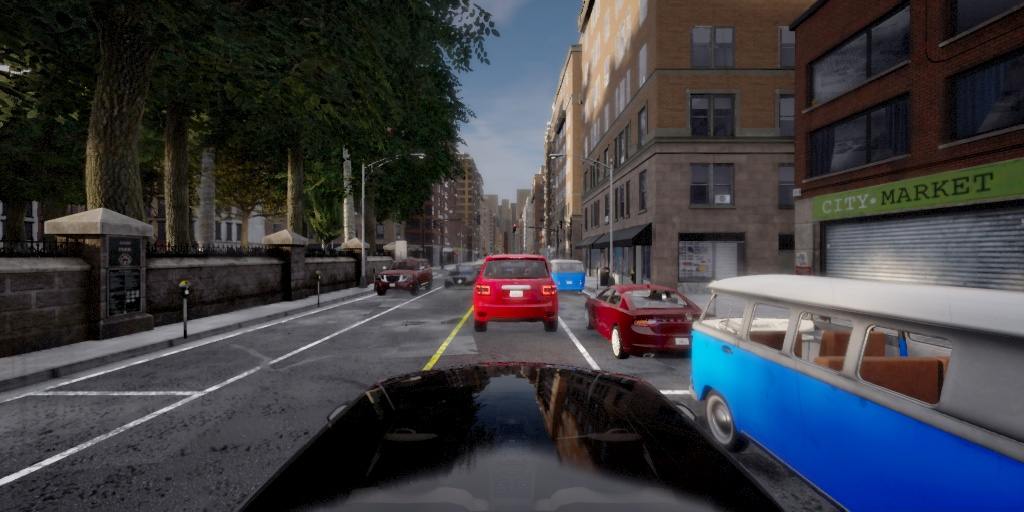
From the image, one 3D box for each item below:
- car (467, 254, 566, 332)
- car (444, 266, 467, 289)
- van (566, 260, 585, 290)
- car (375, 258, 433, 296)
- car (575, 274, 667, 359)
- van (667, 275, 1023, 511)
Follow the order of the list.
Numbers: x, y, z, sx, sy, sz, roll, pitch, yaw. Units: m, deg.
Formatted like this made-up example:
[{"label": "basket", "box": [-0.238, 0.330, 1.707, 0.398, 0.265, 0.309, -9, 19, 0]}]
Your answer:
[{"label": "car", "box": [0.093, 0.970, 10.997, 2.150, 2.045, 5.566, 0, 0, 0]}, {"label": "car", "box": [-3.071, 1.307, 23.109, 1.994, 1.385, 4.181, 0, 0, 0]}, {"label": "van", "box": [2.849, 1.085, 19.560, 1.690, 1.789, 3.998, 0, 0, 0]}, {"label": "car", "box": [-5.676, 1.059, 19.516, 2.192, 1.841, 5.009, 0, 0, 0]}, {"label": "car", "box": [2.854, 1.294, 8.239, 1.888, 1.381, 4.507, 0, 0, 0]}, {"label": "van", "box": [2.856, 1.091, 2.578, 1.690, 1.789, 3.998, 0, 0, 0]}]
